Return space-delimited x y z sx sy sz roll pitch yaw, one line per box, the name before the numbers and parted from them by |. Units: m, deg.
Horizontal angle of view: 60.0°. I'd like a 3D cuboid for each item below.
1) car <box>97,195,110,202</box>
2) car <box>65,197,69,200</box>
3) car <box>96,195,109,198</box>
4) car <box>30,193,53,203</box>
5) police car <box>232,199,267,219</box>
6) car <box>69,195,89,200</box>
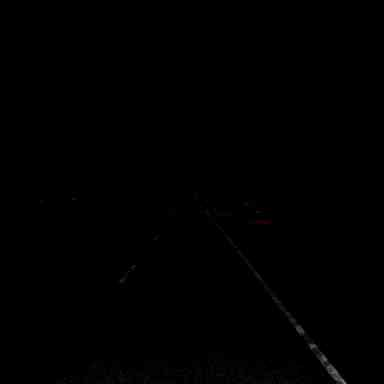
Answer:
car | -21.002 1.499 78.710 1.812 1.442 4.674 0 0 0
car | -28.003 1.515 77.997 2.033 1.411 5.357 0 0 0
car | -17.512 1.575 63.244 1.895 1.301 4.718 0 0 0
car | -28.003 1.199 62.217 2.150 2.045 5.566 0 0 0
police car | 4.874 1.398 29.163 1.930 1.638 5.238 -1 0 -9
car | -21.010 1.331 63.024 2.097 1.767 4.553 0 0 0
